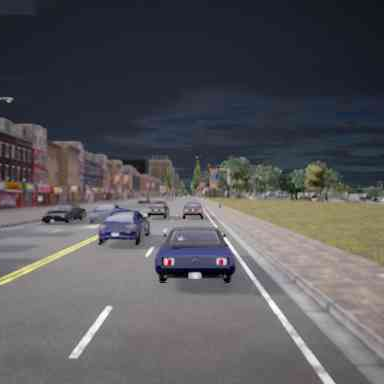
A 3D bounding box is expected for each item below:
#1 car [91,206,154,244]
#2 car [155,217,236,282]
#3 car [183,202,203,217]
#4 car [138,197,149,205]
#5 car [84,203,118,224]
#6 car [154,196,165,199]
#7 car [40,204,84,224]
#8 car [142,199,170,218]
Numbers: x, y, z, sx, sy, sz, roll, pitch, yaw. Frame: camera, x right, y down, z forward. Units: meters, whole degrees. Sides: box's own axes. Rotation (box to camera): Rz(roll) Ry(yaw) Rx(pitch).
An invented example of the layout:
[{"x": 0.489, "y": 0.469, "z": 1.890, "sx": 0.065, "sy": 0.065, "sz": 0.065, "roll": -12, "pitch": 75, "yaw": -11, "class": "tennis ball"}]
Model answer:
[{"x": -3.157, "y": 1.593, "z": 16.002, "sx": 1.812, "sy": 1.442, "sz": 4.674, "roll": 0, "pitch": 0, "yaw": 0, "class": "car"}, {"x": 0.082, "y": 1.642, "z": 9.858, "sx": 1.895, "sy": 1.301, "sz": 4.718, "roll": 0, "pitch": 0, "yaw": 0, "class": "car"}, {"x": 0.099, "y": 1.691, "z": 31.727, "sx": 2.033, "sy": 1.411, "sz": 5.357, "roll": 0, "pitch": 0, "yaw": 0, "class": "car"}, {"x": -9.755, "y": 1.797, "z": 67.469, "sx": 1.882, "sy": 1.535, "sz": 5.008, "roll": 0, "pitch": 0, "yaw": 0, "class": "car"}, {"x": -6.600, "y": 1.641, "z": 26.114, "sx": 1.812, "sy": 1.442, "sz": 4.674, "roll": 0, "pitch": 0, "yaw": 0, "class": "car"}, {"x": -6.507, "y": 1.674, "z": 67.510, "sx": 2.097, "sy": 1.767, "sz": 4.553, "roll": 0, "pitch": 0, "yaw": 0, "class": "car"}, {"x": -9.850, "y": 1.663, "z": 26.112, "sx": 2.033, "sy": 1.411, "sz": 5.357, "roll": 0, "pitch": 0, "yaw": 0, "class": "car"}, {"x": -3.152, "y": 1.691, "z": 31.717, "sx": 2.033, "sy": 1.411, "sz": 5.357, "roll": 0, "pitch": 0, "yaw": 0, "class": "car"}]
